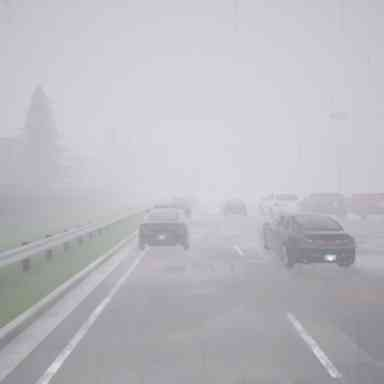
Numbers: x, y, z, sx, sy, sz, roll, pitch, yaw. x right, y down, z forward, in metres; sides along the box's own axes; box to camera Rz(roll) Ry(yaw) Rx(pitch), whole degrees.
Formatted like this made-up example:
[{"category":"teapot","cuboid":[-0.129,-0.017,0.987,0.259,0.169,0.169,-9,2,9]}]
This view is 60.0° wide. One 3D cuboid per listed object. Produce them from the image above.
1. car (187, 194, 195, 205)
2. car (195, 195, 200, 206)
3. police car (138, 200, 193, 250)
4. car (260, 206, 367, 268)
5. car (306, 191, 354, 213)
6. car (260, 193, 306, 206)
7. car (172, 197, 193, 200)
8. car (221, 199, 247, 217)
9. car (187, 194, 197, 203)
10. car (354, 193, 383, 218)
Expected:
[{"category":"car","cuboid":[-1.034,1.196,29.994,2.097,1.767,4.553,0,0,0]},{"category":"car","cuboid":[0.031,1.244,47.954,2.128,1.511,4.902,0,0,0]},{"category":"police car","cuboid":[-1.042,1.352,14.134,1.930,1.638,5.238,0,0,0]},{"category":"car","cuboid":[3.606,1.447,11.076,1.837,1.490,4.892,0,0,0]},{"category":"car","cuboid":[10.614,1.079,27.221,2.150,2.045,5.566,0,0,0]},{"category":"car","cuboid":[7.115,1.080,27.217,2.150,2.045,5.566,0,0,0]},{"category":"car","cuboid":[-1.037,1.381,24.025,1.837,1.490,4.892,0,0,0]},{"category":"car","cuboid":[3.617,1.325,29.375,1.882,1.535,5.008,0,0,0]},{"category":"car","cuboid":[0.036,1.150,63.392,1.882,1.535,5.008,0,0,0]},{"category":"car","cuboid":[14.114,1.079,27.213,2.150,2.045,5.566,0,0,0]}]
